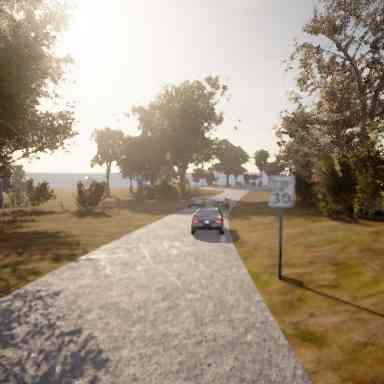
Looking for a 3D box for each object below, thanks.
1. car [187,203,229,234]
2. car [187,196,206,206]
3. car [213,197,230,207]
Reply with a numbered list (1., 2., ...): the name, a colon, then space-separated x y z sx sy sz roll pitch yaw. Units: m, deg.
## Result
1. car: 0.974 1.598 19.648 2.033 1.411 5.357 0 0 5
2. car: 0.661 1.273 40.984 2.033 1.411 5.357 2 2 9
3. car: 3.666 1.282 41.094 1.812 1.442 4.674 1 2 9
